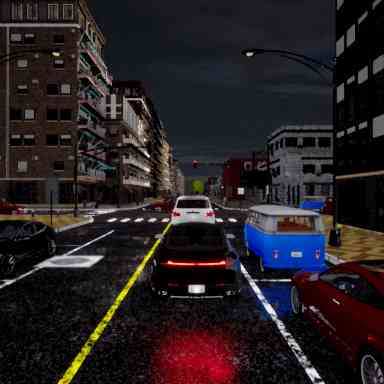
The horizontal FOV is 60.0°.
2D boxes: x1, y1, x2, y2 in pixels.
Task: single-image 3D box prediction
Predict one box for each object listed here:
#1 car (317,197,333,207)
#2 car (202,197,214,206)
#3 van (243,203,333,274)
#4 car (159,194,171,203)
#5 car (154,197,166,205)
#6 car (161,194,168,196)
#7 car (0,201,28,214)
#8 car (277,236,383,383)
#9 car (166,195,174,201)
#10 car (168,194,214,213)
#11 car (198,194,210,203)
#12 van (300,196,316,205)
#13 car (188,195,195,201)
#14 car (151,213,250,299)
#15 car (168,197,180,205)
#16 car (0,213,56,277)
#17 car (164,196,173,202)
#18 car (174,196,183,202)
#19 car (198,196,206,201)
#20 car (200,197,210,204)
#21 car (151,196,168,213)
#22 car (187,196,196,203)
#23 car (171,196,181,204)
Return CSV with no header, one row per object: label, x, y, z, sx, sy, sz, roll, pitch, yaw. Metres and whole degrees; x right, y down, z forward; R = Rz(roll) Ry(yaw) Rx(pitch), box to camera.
car,14.860,1.359,31.163,5.009,1.841,2.192,0,0,0
car,2.582,1.562,55.203,1.752,1.417,4.829,0,0,0
van,2.640,1.343,10.247,1.690,1.788,3.998,0,0,0
car,-5.831,1.375,71.634,2.192,1.841,5.009,0,0,0
car,-5.809,1.569,60.385,1.752,1.417,4.829,0,0,0
car,-3.200,1.382,50.102,2.097,1.767,4.553,0,0,0
car,-17.528,1.535,31.018,4.206,1.307,1.802,0,0,0
car,2.651,1.582,4.557,1.802,1.307,4.206,0,0,0
car,-5.864,1.617,88.081,1.752,1.417,4.829,0,0,0
car,0.052,1.225,18.429,2.150,2.045,5.566,0,0,0
car,2.550,1.376,71.651,2.192,1.841,5.009,0,0,0
van,14.820,1.426,39.542,3.998,1.788,1.690,0,0,0
car,-0.184,1.640,91.839,2.033,1.411,5.357,0,0,0
car,0.081,1.506,8.429,1.837,1.490,4.892,0,0,0
car,-3.194,1.643,59.045,1.895,1.301,4.718,0,0,0
car,-5.708,1.567,10.255,1.947,1.339,4.313,0,0,0
car,-5.854,1.631,82.712,2.008,1.369,4.403,0,0,0
car,-3.157,1.624,78.117,1.994,1.385,4.181,0,0,0
car,2.516,1.643,88.268,2.008,1.369,4.403,0,0,0
car,2.560,1.634,66.112,1.802,1.307,4.206,0,0,0
car,-2.039,1.498,36.874,5.008,1.535,1.882,0,0,0
car,-0.132,1.604,73.147,2.033,1.411,5.357,0,0,0
car,-3.151,1.580,68.101,1.812,1.442,4.674,0,0,0
